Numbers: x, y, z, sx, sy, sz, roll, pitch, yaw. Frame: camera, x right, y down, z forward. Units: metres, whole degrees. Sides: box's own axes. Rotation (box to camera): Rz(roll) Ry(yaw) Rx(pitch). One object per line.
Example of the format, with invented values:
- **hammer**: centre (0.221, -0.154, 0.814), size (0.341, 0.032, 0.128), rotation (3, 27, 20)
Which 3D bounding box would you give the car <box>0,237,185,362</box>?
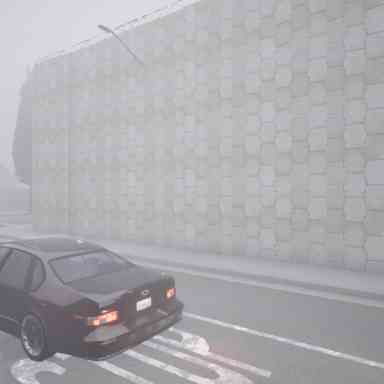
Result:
- **car**: centre (-2.693, 1.547, 5.902), size (5.357, 1.411, 2.033), rotation (0, 0, 35)
